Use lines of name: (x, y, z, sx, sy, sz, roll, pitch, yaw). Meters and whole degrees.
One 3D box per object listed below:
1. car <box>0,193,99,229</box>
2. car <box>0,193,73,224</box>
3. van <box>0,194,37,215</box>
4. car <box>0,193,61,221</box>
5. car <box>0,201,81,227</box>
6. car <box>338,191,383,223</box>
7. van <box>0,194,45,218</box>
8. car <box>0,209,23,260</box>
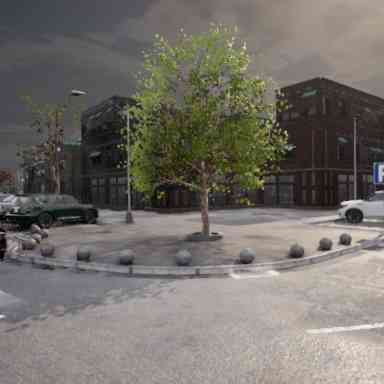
car: (-8.531, 1.133, 21.030, 2.435, 2.045, 5.566, 0, 0, 31)
car: (-12.282, 1.137, 25.564, 2.435, 2.045, 5.566, 0, 0, 31)
van: (-17.822, 1.169, 32.577, 1.878, 1.987, 4.442, 0, 0, 31)
car: (-14.150, 1.139, 27.859, 2.435, 2.045, 5.566, 0, 0, 31)
car: (-10.402, 1.416, 23.269, 2.163, 1.488, 4.792, 0, 0, 31)
car: (12.050, 0.900, 20.553, 5.566, 2.045, 2.435, -1, 0, 32)
van: (-15.954, 1.167, 30.282, 1.878, 1.987, 4.442, 0, 0, 31)
car: (-7.765, 1.464, 11.156, 4.902, 1.511, 2.128, 0, 1, 45)
